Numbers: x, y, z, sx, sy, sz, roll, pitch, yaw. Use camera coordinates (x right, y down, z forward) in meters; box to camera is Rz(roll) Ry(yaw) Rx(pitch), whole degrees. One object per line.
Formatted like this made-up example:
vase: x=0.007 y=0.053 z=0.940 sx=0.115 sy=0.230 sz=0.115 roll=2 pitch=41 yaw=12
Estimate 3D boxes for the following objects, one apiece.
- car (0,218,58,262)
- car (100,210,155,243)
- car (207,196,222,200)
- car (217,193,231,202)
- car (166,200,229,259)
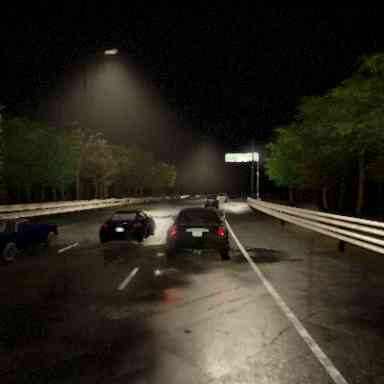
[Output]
car: x=-6.679 y=1.604 z=12.088 sx=1.895 sy=1.301 sz=4.718 roll=0 pitch=0 yaw=2
car: x=-3.007 y=1.579 z=16.240 sx=1.994 sy=1.385 sz=4.181 roll=0 pitch=0 yaw=2
car: x=2.744 y=1.588 z=45.832 sx=2.033 sy=1.411 sz=5.357 roll=0 pitch=0 yaw=7
car: x=6.508 y=1.267 z=71.059 sx=2.150 sy=2.045 sz=5.566 roll=0 pitch=0 yaw=10
car: x=0.250 y=1.368 z=12.847 sx=2.097 sy=1.767 sz=4.553 roll=0 pitch=0 yaw=2
